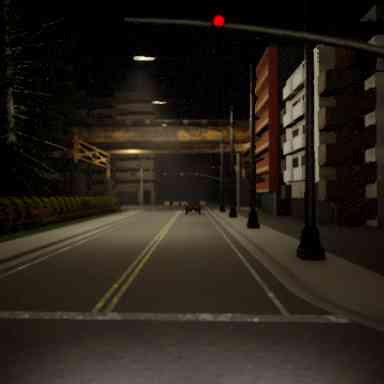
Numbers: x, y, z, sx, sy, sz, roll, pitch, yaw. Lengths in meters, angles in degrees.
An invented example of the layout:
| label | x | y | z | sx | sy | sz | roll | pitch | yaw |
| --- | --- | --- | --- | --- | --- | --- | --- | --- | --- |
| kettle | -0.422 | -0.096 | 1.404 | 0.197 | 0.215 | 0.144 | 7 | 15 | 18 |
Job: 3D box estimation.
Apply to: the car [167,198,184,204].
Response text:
| label | x | y | z | sx | sy | sz | roll | pitch | yaw |
| --- | --- | --- | --- | --- | --- | --- | --- | --- | --- |
| car | -3.558 | 1.970 | 73.118 | 1.853 | 1.218 | 4.536 | 0 | -1 | 25 |

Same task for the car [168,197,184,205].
| label | x | y | z | sx | sy | sz | roll | pitch | yaw |
| --- | --- | --- | --- | --- | --- | --- | --- | --- | --- |
| car | -3.579 | 2.127 | 73.070 | 2.038 | 1.542 | 4.974 | 0 | -1 | 25 |

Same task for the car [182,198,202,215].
| label | x | y | z | sx | sy | sz | roll | pitch | yaw |
| --- | --- | --- | --- | --- | --- | --- | --- | --- | --- |
| car | 0.136 | 1.857 | 39.573 | 1.837 | 1.490 | 4.892 | 0 | -1 | 0 |

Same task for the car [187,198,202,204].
| label | x | y | z | sx | sy | sz | roll | pitch | yaw |
| --- | --- | --- | --- | --- | --- | --- | --- | --- | --- |
| car | 0.562 | 1.956 | 72.809 | 1.853 | 1.218 | 4.536 | 0 | -1 | -20 |

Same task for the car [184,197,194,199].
| label | x | y | z | sx | sy | sz | roll | pitch | yaw |
| --- | --- | --- | --- | --- | --- | --- | --- | --- | --- |
| car | 0.581 | 2.113 | 72.759 | 2.038 | 1.542 | 4.974 | 0 | -1 | -20 |
